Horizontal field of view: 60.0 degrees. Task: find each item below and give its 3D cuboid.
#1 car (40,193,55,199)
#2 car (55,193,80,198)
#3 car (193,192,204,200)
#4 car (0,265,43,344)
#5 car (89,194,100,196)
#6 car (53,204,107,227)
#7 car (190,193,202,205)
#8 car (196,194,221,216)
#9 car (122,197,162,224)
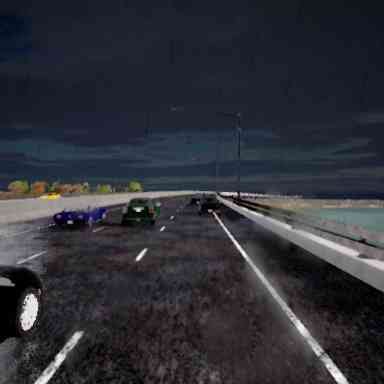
[{"bbox_3d":[-23.613,0.930,55.935,1.882,1.535,5.008,0,1,2],"label":"car"},{"bbox_3d":[-20.148,0.952,55.162,2.128,1.511,4.902,0,1,2],"label":"car"},{"bbox_3d":[1.337,0.850,67.580,2.128,1.511,4.902,0,0,2],"label":"car"},{"bbox_3d":[-3.390,1.465,3.602,1.837,1.490,4.892,0,1,0],"label":"car"},{"bbox_3d":[-16.603,1.050,56.423,1.895,1.301,4.718,0,0,2],"label":"car"},{"bbox_3d":[-6.766,1.384,20.751,1.895,1.301,4.718,0,1,1],"label":"car"},{"bbox_3d":[0.683,1.075,48.148,2.033,1.411,5.357,0,1,2],"label":"car"},{"bbox_3d":[1.468,1.216,28.757,1.837,1.490,4.892,0,1,1],"label":"car"},{"bbox_3d":[-3.243,1.120,22.342,2.097,1.767,4.553,0,0,1],"label":"car"}]
